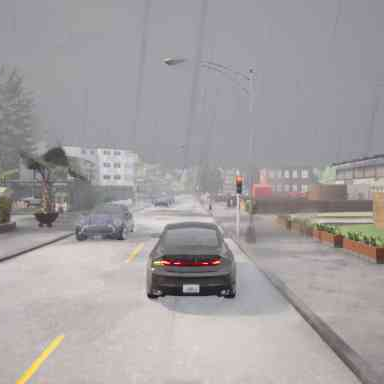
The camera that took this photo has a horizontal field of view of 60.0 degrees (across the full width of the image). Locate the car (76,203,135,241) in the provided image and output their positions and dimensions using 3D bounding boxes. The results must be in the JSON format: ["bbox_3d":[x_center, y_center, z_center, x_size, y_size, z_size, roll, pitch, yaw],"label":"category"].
[{"bbox_3d":[-4.144,1.352,16.534,2.097,1.767,4.553,0,0,-2],"label":"car"}]

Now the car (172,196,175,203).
[{"bbox_3d":[-4.636,1.477,60.033,1.882,1.535,5.008,0,0,0],"label":"car"}]

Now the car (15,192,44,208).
[{"bbox_3d":[-20.154,0.985,42.119,1.905,1.878,3.866,0,0,34],"label":"car"}]

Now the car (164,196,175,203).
[{"bbox_3d":[-4.664,1.525,70.463,2.128,1.511,4.902,0,0,-1],"label":"car"}]

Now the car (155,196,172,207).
[{"bbox_3d":[-4.571,1.477,50.620,1.882,1.535,5.008,0,0,0],"label":"car"}]

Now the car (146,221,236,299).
[{"bbox_3d":[-0.016,1.505,8.456,1.837,1.490,4.892,0,0,0],"label":"car"}]
